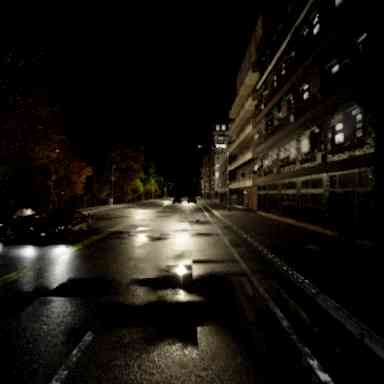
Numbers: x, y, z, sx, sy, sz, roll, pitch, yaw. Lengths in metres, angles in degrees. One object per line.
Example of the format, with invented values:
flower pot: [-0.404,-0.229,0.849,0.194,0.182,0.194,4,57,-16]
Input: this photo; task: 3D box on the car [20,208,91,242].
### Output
car: [-6.558,1.620,17.006,1.812,1.442,4.674,0,-1,0]

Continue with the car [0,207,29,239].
car: [-9.802,1.592,17.895,2.128,1.511,4.902,0,0,0]

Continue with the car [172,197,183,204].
car: [-3.252,1.939,72.085,1.812,1.442,4.674,0,0,0]

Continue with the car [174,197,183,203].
car: [-3.253,1.856,82.093,2.033,1.411,5.357,0,0,0]

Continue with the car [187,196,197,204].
car: [-0.002,1.770,72.057,2.097,1.767,4.553,0,0,0]

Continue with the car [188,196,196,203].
car: [-0.002,1.817,82.093,1.837,1.490,4.892,0,0,0]
